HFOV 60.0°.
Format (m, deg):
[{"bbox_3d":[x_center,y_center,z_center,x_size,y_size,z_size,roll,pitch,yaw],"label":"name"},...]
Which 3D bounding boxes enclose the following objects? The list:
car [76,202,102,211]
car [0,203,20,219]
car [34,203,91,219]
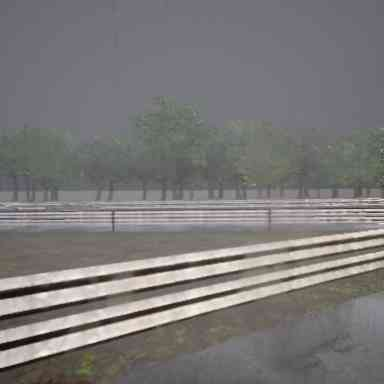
[{"bbox_3d":[-11.977,1.854,34.979,4.902,1.511,2.128,-1,1,5],"label":"car"},{"bbox_3d":[-17.561,1.661,28.393,5.566,2.045,2.150,-1,1,4],"label":"car"},{"bbox_3d":[-12.450,2.004,31.510,4.718,1.301,1.895,-1,1,5],"label":"car"}]
